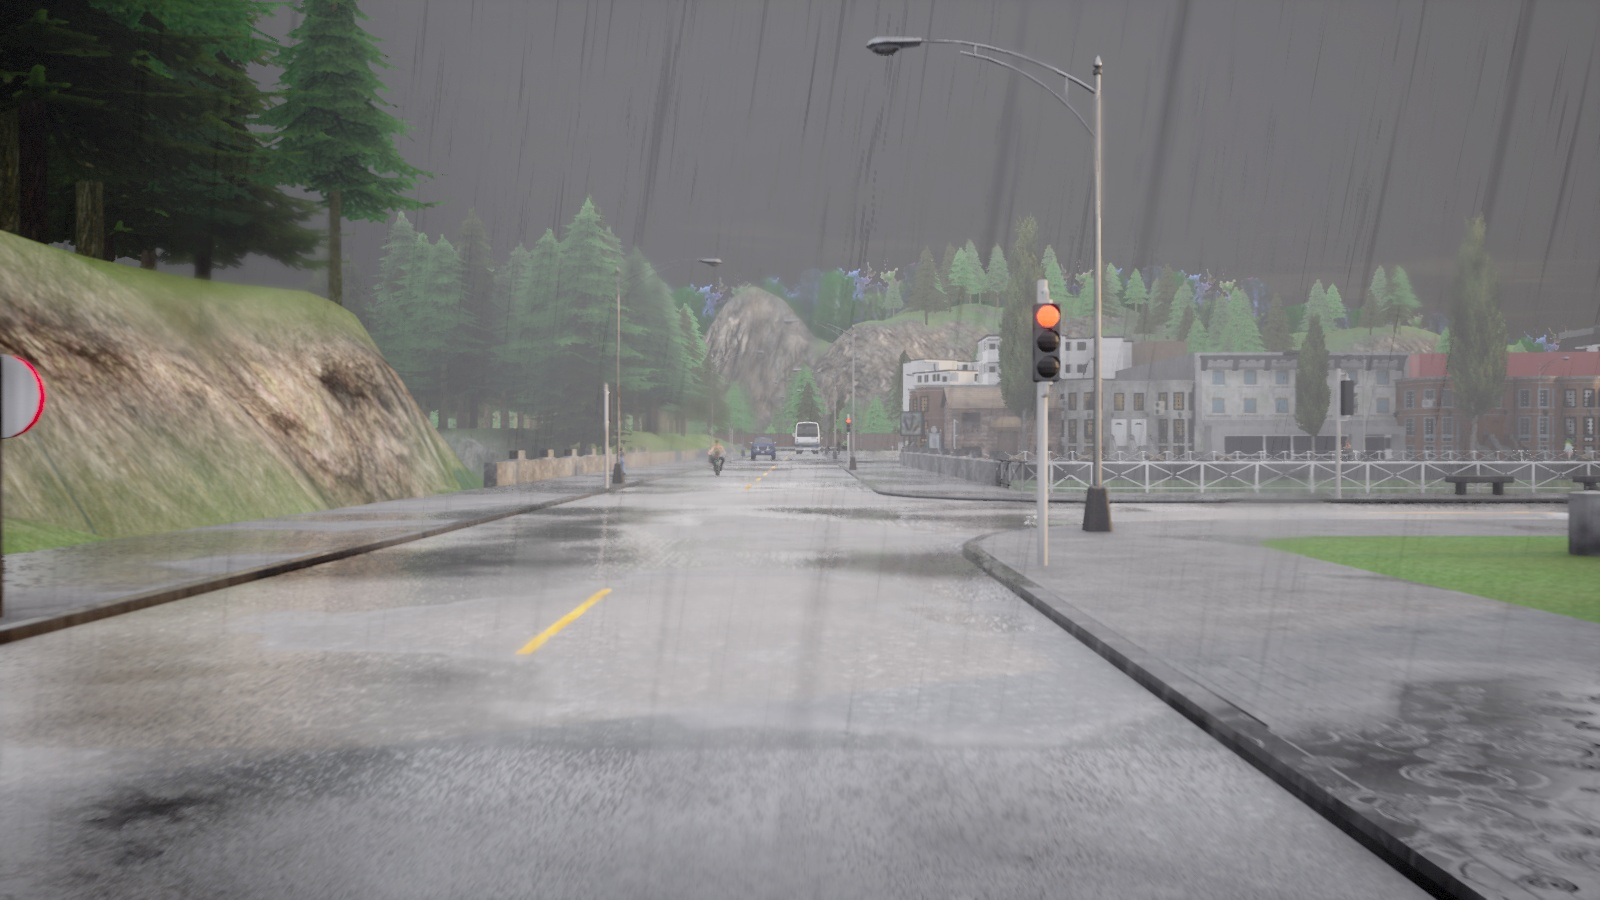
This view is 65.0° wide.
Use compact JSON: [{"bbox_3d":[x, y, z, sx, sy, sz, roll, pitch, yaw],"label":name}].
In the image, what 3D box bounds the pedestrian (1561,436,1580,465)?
[{"bbox_3d":[51.142,0.028,83.338,0.873,1.952,0.659,0,0,4],"label":"pedestrian"}]
